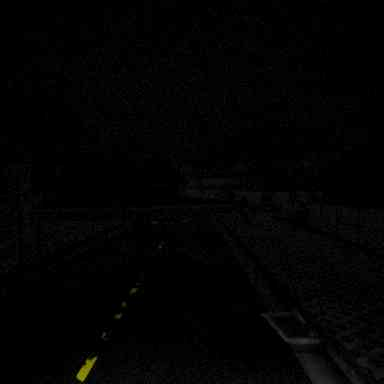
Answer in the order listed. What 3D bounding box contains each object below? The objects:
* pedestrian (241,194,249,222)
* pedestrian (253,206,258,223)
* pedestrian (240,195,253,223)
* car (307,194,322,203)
[{"bbox_3d":[3.571,1.071,22.340,0.375,1.860,0.375,-3,3,1],"label":"pedestrian"},{"bbox_3d":[4.042,1.452,21.758,0.500,1.100,0.500,-3,3,1],"label":"pedestrian"},{"bbox_3d":[3.436,1.075,21.141,0.375,1.860,0.375,-3,3,1],"label":"pedestrian"},{"bbox_3d":[18.007,1.033,45.559,5.357,1.411,2.033,-1,4,-34],"label":"car"}]
